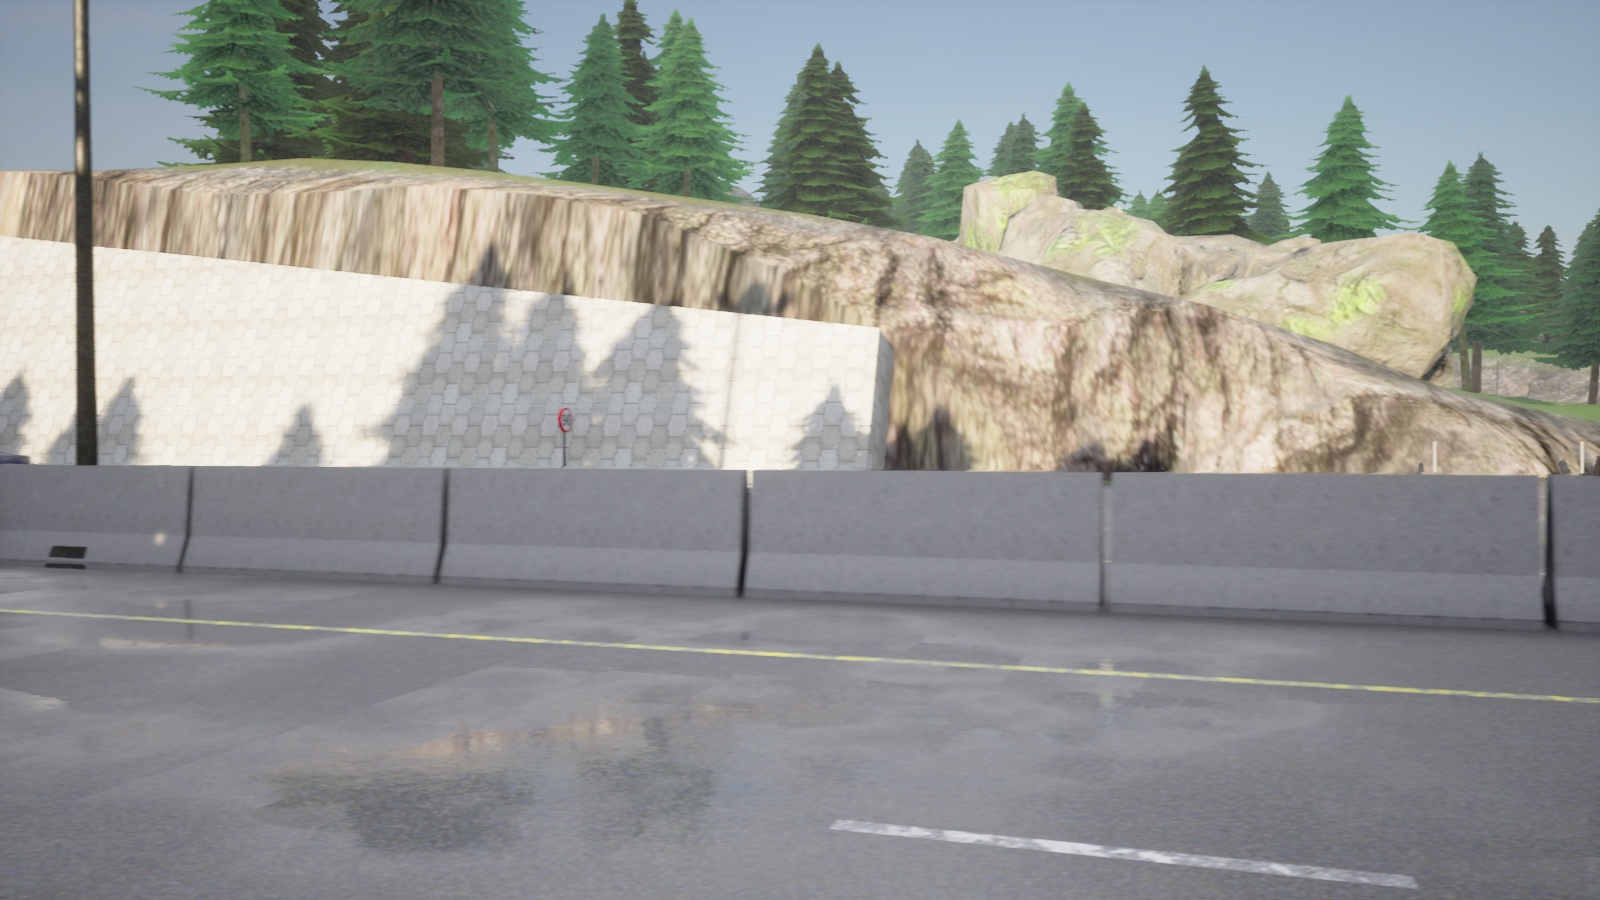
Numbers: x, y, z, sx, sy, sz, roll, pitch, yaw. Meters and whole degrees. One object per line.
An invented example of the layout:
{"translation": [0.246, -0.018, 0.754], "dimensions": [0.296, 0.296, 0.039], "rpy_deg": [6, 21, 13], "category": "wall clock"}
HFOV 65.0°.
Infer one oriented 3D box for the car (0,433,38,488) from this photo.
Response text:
{"translation": [-23.026, 0.257, 33.095], "dimensions": [5.357, 1.411, 2.033], "rpy_deg": [1, 1, 19], "category": "car"}
